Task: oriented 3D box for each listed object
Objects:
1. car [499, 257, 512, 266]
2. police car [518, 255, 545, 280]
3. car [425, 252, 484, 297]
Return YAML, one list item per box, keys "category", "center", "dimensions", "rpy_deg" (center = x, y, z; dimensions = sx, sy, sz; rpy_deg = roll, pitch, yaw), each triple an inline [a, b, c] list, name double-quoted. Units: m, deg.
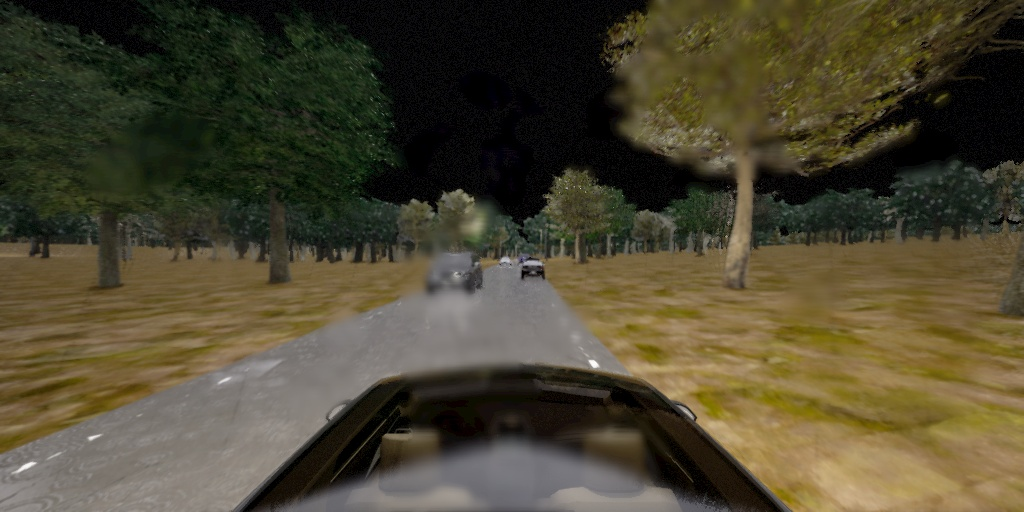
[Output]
- category: "car"
  center: [-1.028, 0.866, 59.462]
  dimensions: [1.812, 1.442, 4.674]
  rpy_deg: [0, 0, 3]
- category: "police car"
  center: [1.670, 0.987, 29.112]
  dimensions: [1.930, 1.638, 5.238]
  rpy_deg: [0, 0, 2]
- category: "car"
  center: [-2.751, 0.829, 18.345]
  dimensions: [2.150, 2.045, 5.566]
  rpy_deg: [0, 0, 2]
